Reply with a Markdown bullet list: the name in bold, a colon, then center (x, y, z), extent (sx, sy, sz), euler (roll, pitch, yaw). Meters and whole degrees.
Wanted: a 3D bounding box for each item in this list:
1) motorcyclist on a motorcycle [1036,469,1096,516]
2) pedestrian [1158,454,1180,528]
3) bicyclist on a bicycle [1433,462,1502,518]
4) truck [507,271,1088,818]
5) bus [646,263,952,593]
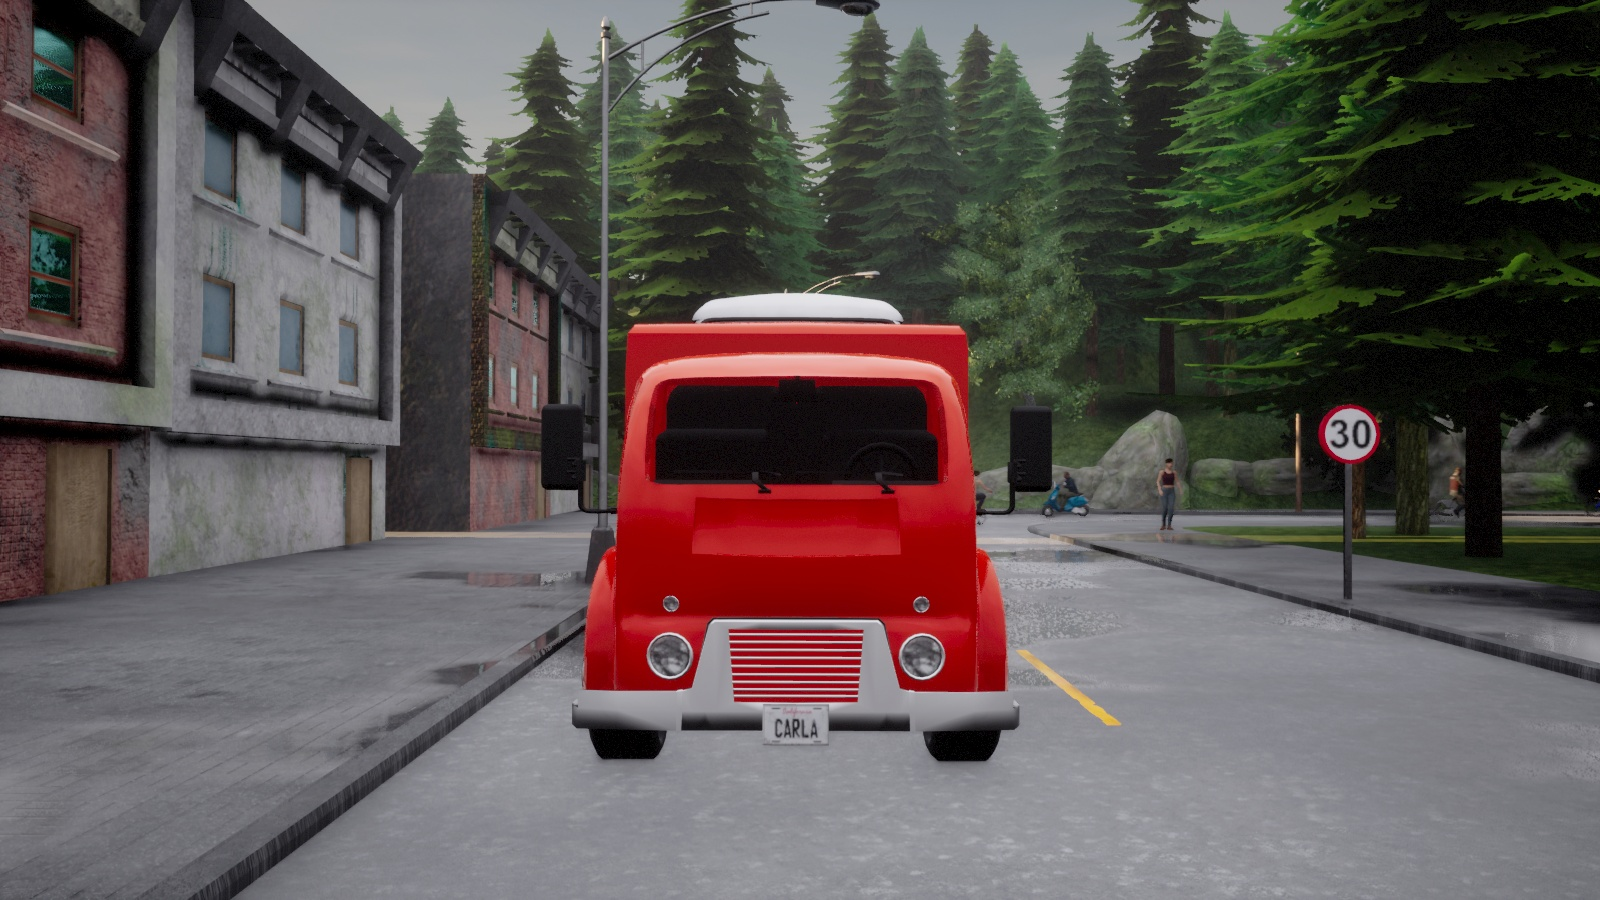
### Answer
- **motorcyclist on a motorcycle**: center (9.246, 1.465, 43.713), extent (1.817, 1.590, 0.866), euler (0, -1, -13)
- **pedestrian**: center (9.241, 1.014, 31.458), extent (0.345, 1.836, 0.594), euler (0, -1, 0)
- **bicyclist on a bicycle**: center (21.439, 1.275, 40.333), extent (1.843, 1.776, 0.659), euler (0, -1, -1)
- **truck**: center (-0.024, 0.467, 8.306), extent (2.627, 2.467, 5.204), euler (0, -1, 0)
- **bus**: center (-0.092, -0.203, 21.375), extent (3.944, 4.253, 10.273), euler (0, -1, -1)
